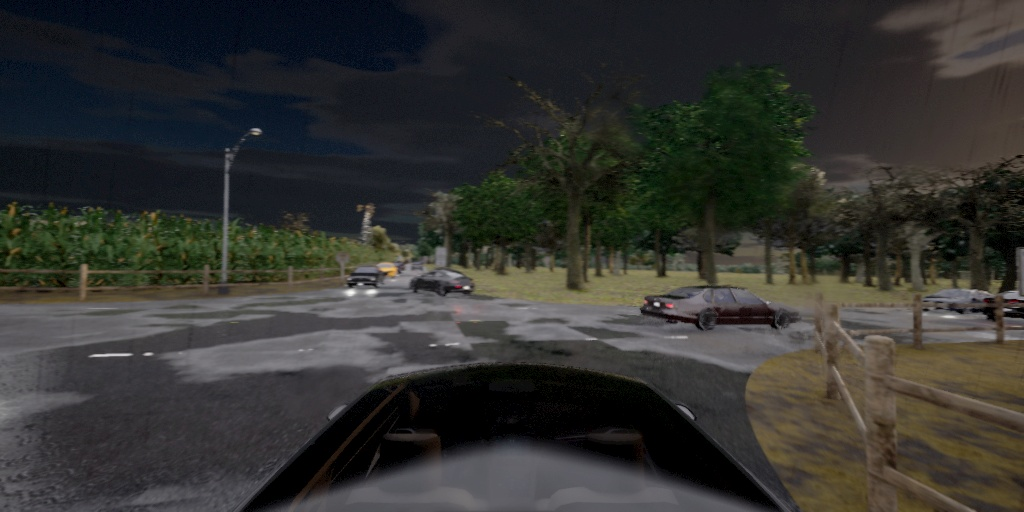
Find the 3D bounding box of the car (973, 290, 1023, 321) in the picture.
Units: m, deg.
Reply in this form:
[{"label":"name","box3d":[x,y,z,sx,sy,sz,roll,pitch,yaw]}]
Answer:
[{"label":"car","box3d":[25.003,2.399,17.020,5.008,1.535,1.882,2,-2,-15]}]

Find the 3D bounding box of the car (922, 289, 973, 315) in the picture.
[{"label":"car","box3d":[26.641,2.681,21.254,5.357,1.411,2.033,2,-2,-15]}]

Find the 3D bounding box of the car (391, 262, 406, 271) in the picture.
[{"label":"car","box3d":[-18.156,1.676,57.577,1.994,1.385,4.181,1,-1,-14]}]

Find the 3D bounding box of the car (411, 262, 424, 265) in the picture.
[{"label":"car","box3d":[-15.522,1.675,58.785,2.128,1.511,4.902,1,-1,-15]}]

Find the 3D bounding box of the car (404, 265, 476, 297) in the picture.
[{"label":"car","box3d":[-3.931,1.441,20.056,1.812,1.442,4.674,2,-1,-45]}]

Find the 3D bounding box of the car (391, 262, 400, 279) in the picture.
[{"label":"car","box3d":[-12.720,1.415,36.212,1.882,1.535,5.008,1,-1,-14]}]

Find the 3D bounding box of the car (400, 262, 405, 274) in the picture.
[{"label":"car","box3d":[-15.490,1.574,47.191,2.033,1.411,5.357,1,-1,-14]}]

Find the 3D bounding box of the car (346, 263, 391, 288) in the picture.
[{"label":"car","box3d":[-9.965,1.393,24.901,2.033,1.411,5.357,1,-1,-12]}]

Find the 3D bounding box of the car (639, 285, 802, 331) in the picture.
[{"label":"car","box3d":[7.119,1.723,12.326,5.357,1.411,2.033,2,-2,-15]}]
